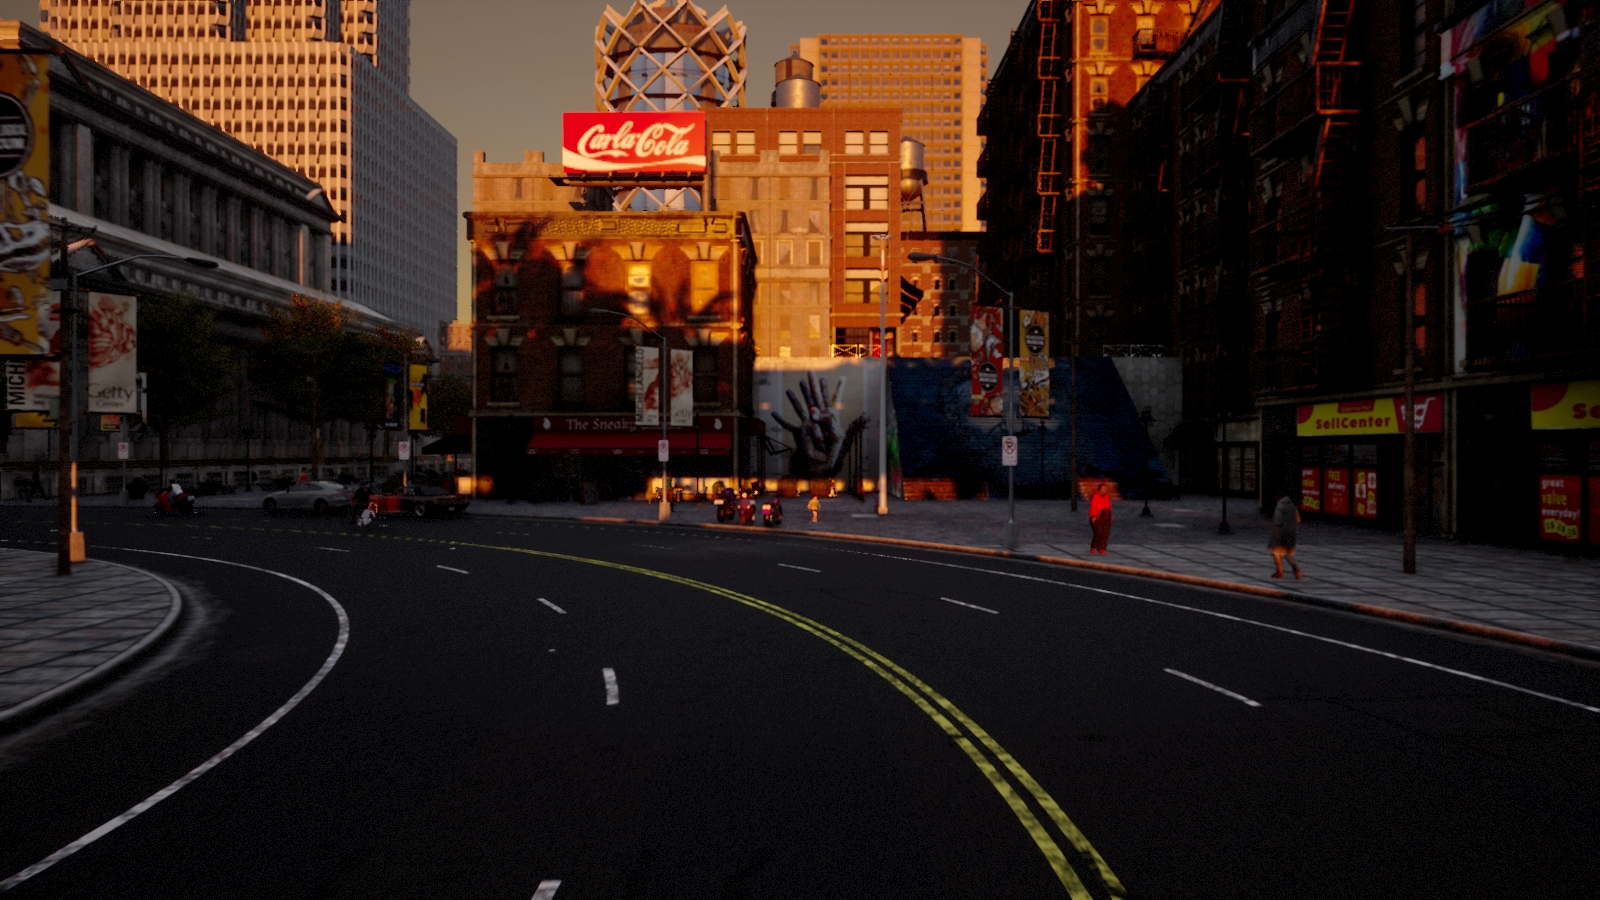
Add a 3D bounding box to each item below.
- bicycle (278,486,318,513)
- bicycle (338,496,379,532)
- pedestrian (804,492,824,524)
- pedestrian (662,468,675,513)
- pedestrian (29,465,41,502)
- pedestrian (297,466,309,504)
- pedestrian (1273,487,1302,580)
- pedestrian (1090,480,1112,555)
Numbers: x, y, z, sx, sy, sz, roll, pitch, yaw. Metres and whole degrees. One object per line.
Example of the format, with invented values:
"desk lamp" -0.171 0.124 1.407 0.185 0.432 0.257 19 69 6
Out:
"bicycle" -22.421 2.207 51.044 1.643 1.196 0.373 0 0 5
"bicycle" -15.357 2.211 39.711 1.835 1.171 0.329 0 0 34
"pedestrian" 0.508 2.076 41.133 0.500 1.100 0.500 0 0 -34
"pedestrian" -5.501 1.697 47.821 0.375 1.860 0.375 0 0 -43
"pedestrian" -38.585 1.698 57.594 0.375 1.860 0.375 0 0 -8
"pedestrian" -24.369 1.698 56.008 0.375 1.860 0.375 0 0 6
"pedestrian" 9.925 1.696 23.257 0.375 1.860 0.375 0 0 -21
"pedestrian" 7.557 1.696 28.699 0.375 1.860 0.375 0 0 -17
